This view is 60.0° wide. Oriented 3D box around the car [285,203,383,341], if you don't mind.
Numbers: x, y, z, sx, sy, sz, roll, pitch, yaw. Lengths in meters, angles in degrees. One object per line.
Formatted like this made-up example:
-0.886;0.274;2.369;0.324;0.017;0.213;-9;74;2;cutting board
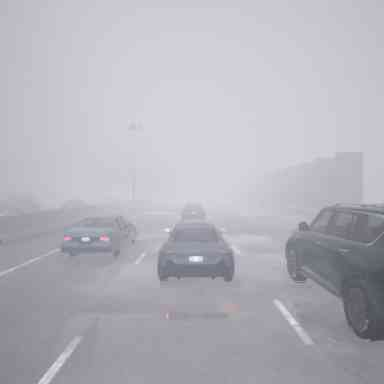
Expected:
3.600;1.230;6.674;2.150;2.045;5.566;0;0;0;car

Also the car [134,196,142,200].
-13.315;1.646;80.879;1.994;1.385;4.181;0;0;0;car

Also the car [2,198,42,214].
-17.580;1.612;35.142;1.994;1.385;4.181;0;0;0;car

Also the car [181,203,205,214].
0.092;1.601;27.982;1.994;1.385;4.181;0;0;0;car

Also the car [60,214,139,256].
-3.402;1.565;13.143;2.033;1.411;5.357;0;0;0;car

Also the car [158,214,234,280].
0.098;1.577;9.978;1.994;1.385;4.181;0;0;0;car

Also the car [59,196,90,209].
-14.060;1.558;39.493;1.837;1.490;4.892;0;0;0;car

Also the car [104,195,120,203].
-16.853;1.596;71.653;1.837;1.490;4.892;0;0;1;car

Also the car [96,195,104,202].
-20.310;1.507;78.439;1.882;1.535;5.008;0;0;0;car

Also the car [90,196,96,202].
-23.810;1.636;78.675;2.033;1.411;5.357;0;0;0;car

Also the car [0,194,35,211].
-21.055;1.280;40.485;2.150;2.045;5.566;0;0;1;car
